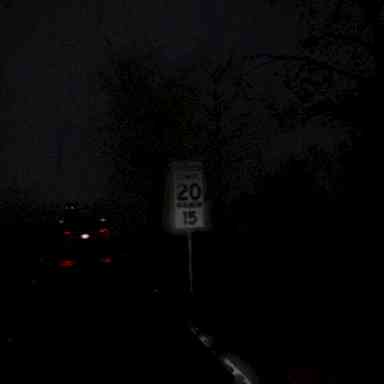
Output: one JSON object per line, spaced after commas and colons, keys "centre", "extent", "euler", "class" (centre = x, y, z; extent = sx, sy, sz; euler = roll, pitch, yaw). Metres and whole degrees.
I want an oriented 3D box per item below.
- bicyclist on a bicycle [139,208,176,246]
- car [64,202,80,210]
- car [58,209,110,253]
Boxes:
{"centre": [-1.503, 1.508, 14.461], "extent": [1.656, 1.620, 0.582], "euler": [-1, 0, -21], "class": "bicyclist on a bicycle"}
{"centre": [-15.021, 1.939, 41.673], "extent": [2.033, 1.411, 5.357], "euler": [-2, 0, -21], "class": "car"}
{"centre": [-4.804, 1.689, 14.621], "extent": [1.994, 1.385, 4.181], "euler": [-2, 0, -21], "class": "car"}
